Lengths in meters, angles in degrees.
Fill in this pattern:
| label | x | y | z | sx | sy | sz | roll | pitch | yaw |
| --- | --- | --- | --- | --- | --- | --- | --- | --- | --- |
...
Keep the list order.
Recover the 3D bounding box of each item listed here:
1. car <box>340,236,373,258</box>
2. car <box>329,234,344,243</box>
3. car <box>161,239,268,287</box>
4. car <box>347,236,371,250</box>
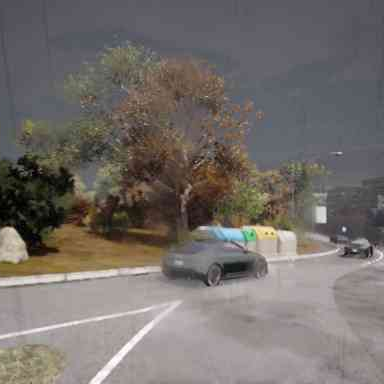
| label | x | y | z | sx | sy | sz | roll | pitch | yaw |
| --- | --- | --- | --- | --- | --- | --- | --- | --- | --- |
| car | 13.979 | 4.667 | 27.896 | 1.812 | 1.442 | 4.674 | -1 | -7 | 33 |
| car | 24.603 | 7.841 | 55.954 | 2.033 | 1.411 | 5.357 | 0 | -5 | 9 |
| car | 0.920 | 2.360 | 11.669 | 1.994 | 1.385 | 4.181 | -3 | -8 | 42 |
| car | 20.893 | 6.398 | 41.810 | 2.128 | 1.511 | 4.902 | 0 | -7 | 20 |
